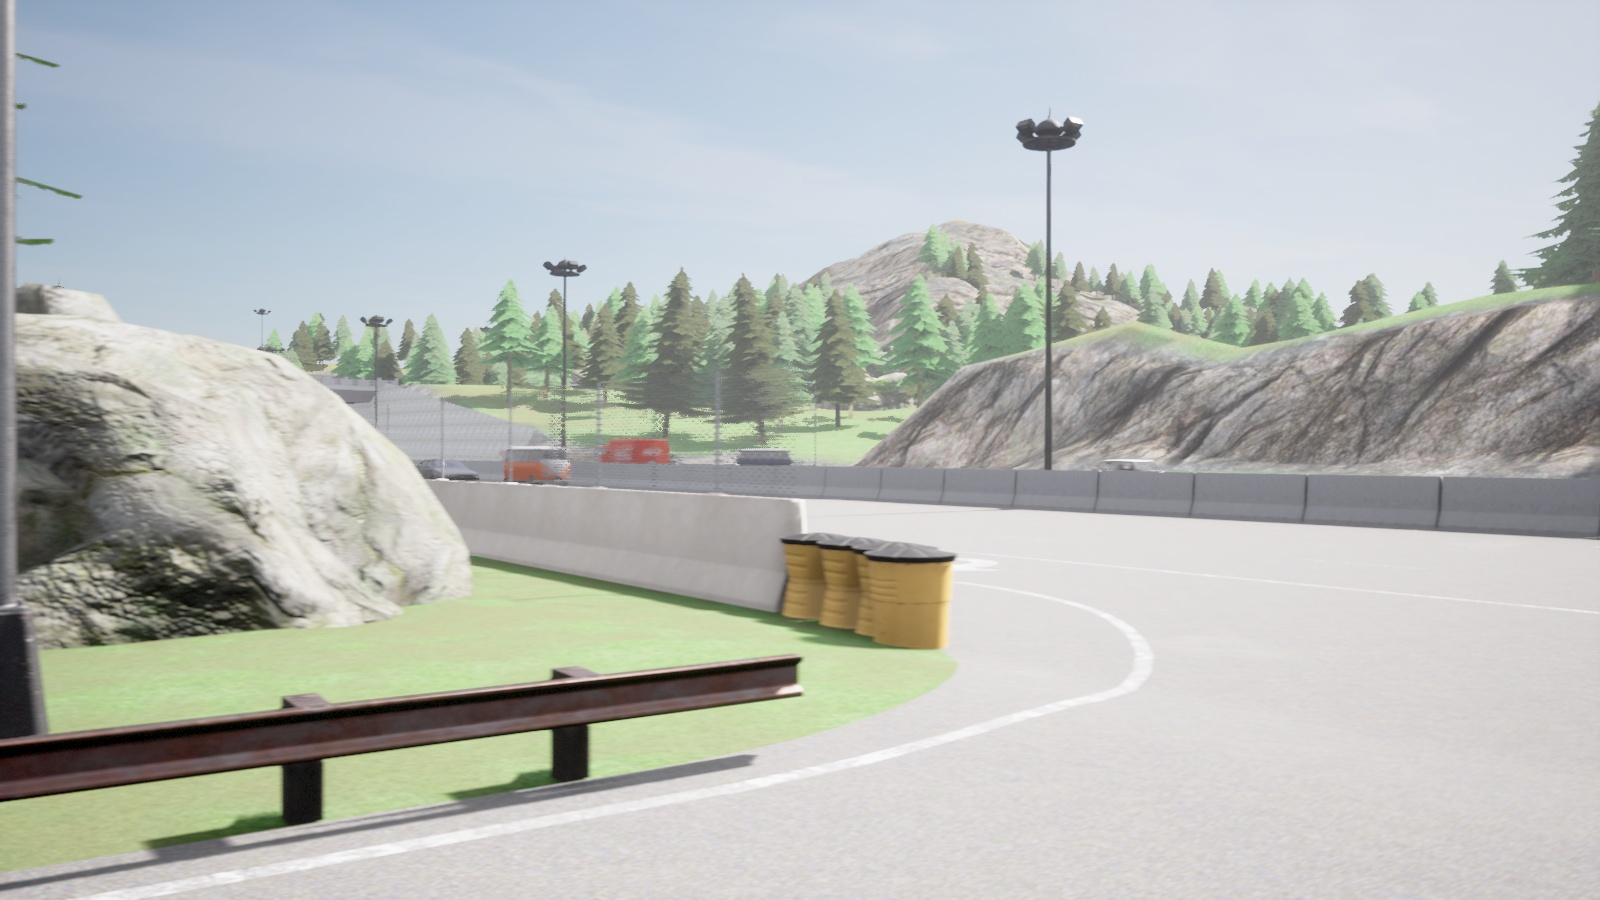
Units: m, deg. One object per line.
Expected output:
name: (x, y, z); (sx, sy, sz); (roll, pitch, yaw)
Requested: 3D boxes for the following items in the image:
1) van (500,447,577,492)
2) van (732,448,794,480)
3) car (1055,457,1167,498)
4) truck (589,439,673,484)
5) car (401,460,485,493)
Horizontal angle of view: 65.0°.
van: (-11.953, 0.861, 57.196); (1.775, 1.987, 4.442); (0, 0, -35)
van: (-2.397, 0.899, 80.005); (1.775, 1.987, 4.442); (0, 0, -35)
car: (11.819, 1.002, 47.912); (1.970, 1.475, 3.806); (0, 0, -35)
truck: (-9.764, 0.655, 72.245); (2.627, 2.467, 5.204); (0, 0, -35)
car: (-16.366, 1.165, 57.365); (2.033, 1.411, 5.357); (0, 0, -35)
